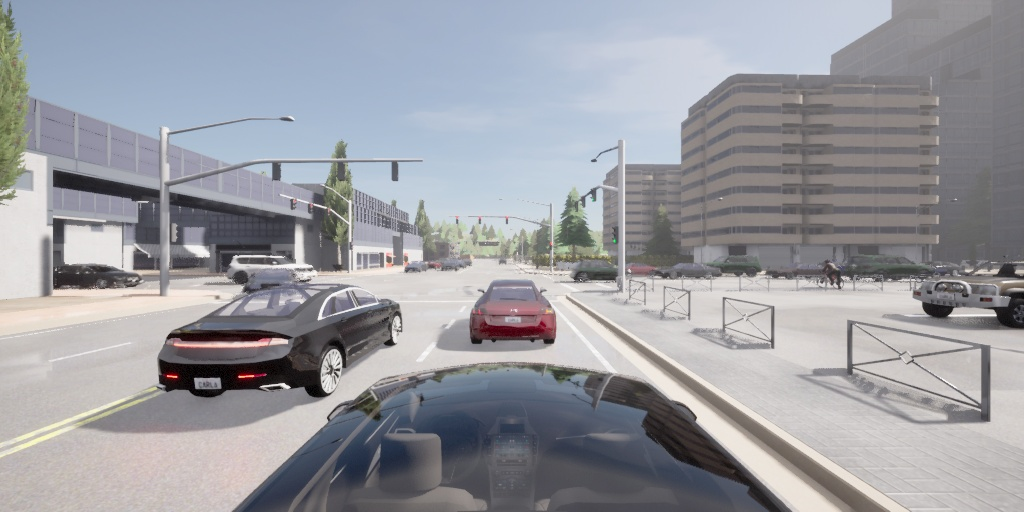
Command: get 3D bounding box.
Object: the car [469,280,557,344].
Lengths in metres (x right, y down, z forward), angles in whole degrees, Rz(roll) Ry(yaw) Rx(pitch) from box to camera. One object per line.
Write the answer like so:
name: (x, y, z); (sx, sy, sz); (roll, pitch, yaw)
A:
car: (0.012, 1.314, 9.576); (1.994, 1.385, 4.181); (0, 0, 0)

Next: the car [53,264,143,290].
car: (-25.760, 1.253, 22.052); (4.892, 1.490, 1.837); (0, 0, -1)

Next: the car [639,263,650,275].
car: (11.749, 1.314, 34.527); (4.181, 1.385, 1.994); (0, 0, -2)

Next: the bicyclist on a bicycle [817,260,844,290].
bicyclist on a bicycle: (17.929, 1.052, 20.221); (0.582, 1.620, 1.656); (0, 0, -2)

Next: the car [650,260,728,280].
car: (15.238, 1.297, 31.129); (5.357, 1.411, 2.033); (0, 0, -2)

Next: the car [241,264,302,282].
car: (-12.157, 1.314, 18.396); (1.994, 1.385, 4.181); (0, 0, -28)

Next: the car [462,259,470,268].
car: (-8.622, 1.297, 59.187); (2.033, 1.411, 5.357); (0, 0, -1)

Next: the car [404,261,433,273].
car: (-11.762, 1.297, 44.435); (2.033, 1.411, 5.357); (0, 0, -1)

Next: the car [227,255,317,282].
car: (-17.183, 0.972, 25.767); (5.566, 2.045, 2.150); (0, 0, -2)

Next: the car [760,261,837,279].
car: (25.308, 1.297, 31.428); (5.357, 1.411, 2.033); (0, 0, -2)

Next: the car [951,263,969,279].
car: (41.233, 1.255, 35.359); (4.892, 1.490, 1.837); (0, 0, -1)

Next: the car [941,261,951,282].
car: (35.171, 1.351, 31.708); (4.718, 1.301, 1.895); (0, 0, -2)

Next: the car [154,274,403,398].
car: (-3.473, 1.242, 6.518); (2.128, 1.511, 4.902); (0, 0, 0)

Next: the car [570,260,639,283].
car: (6.737, 1.102, 27.132); (4.553, 1.767, 2.097); (0, 0, -2)

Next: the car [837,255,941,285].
car: (29.130, 0.971, 27.843); (5.566, 2.045, 2.150); (0, 0, -2)

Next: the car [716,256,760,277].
car: (21.092, 0.972, 34.806); (5.566, 2.045, 2.150); (0, 0, -2)

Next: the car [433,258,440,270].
car: (-11.997, 1.351, 54.020); (1.895, 1.301, 4.718); (0, 0, -1)

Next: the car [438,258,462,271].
car: (-8.359, 1.314, 48.890); (1.994, 1.385, 4.181); (0, 0, -2)
